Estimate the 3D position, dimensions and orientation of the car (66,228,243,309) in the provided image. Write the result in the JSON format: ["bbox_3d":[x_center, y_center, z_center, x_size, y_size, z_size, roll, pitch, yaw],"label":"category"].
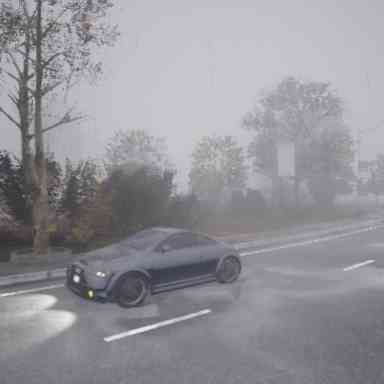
[{"bbox_3d":[-0.759,1.581,7.972,4.181,1.385,1.994,0,0,-37],"label":"car"}]
